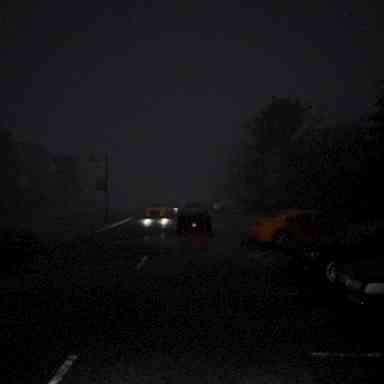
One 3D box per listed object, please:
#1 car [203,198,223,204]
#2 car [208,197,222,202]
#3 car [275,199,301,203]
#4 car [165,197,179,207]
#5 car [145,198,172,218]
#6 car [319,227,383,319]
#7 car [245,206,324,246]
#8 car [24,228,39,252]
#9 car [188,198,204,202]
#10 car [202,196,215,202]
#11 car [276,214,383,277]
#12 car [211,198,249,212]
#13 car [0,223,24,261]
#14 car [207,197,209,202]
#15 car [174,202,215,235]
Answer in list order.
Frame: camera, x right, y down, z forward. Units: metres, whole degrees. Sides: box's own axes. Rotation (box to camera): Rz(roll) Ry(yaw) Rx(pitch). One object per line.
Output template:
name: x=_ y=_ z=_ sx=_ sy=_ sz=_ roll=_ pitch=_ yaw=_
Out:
car: x=5.108 y=2.125 z=80.118 sx=4.674 sy=1.452 sz=2.002 roll=0 pitch=0 yaw=0
car: x=5.126 y=1.790 z=46.065 sx=5.008 sy=1.535 sz=2.097 roll=0 pitch=0 yaw=0
car: x=18.911 y=1.654 z=65.329 sx=5.008 sy=1.535 sz=1.882 roll=-1 pitch=-3 yaw=-1
car: x=-3.208 y=1.941 z=55.894 sx=2.033 sy=1.411 sz=5.357 roll=0 pitch=-1 yaw=0
car: x=-3.325 y=1.668 z=32.199 sx=1.882 sy=1.535 sz=5.008 roll=0 pitch=0 yaw=0
car: x=5.088 y=1.528 z=6.077 sx=4.674 sy=1.452 sz=2.002 roll=0 pitch=0 yaw=0
car: x=5.087 y=1.524 z=14.432 sx=5.008 sy=1.535 sz=2.097 roll=0 pitch=0 yaw=0
car: x=-7.996 y=1.509 z=11.679 sx=4.892 sy=1.521 sz=2.231 roll=0 pitch=0 yaw=0
car: x=0.128 y=1.747 z=38.106 sx=1.837 sy=1.490 sz=4.892 roll=0 pitch=0 yaw=0
car: x=5.178 y=1.930 z=76.950 sx=4.553 sy=1.767 sz=2.185 roll=0 pitch=-1 yaw=0
car: x=5.093 y=1.496 z=8.864 sx=5.008 sy=1.535 sz=2.097 roll=0 pitch=0 yaw=0
car: x=5.115 y=1.803 z=42.916 sx=4.674 sy=1.452 sz=2.002 roll=0 pitch=0 yaw=0
car: x=-7.963 y=1.245 z=8.879 sx=5.566 sy=2.045 sz=2.435 roll=0 pitch=0 yaw=0
car: x=5.117 y=1.819 z=49.338 sx=4.892 sy=1.521 sz=2.231 roll=0 pitch=0 yaw=0
car: x=0.112 y=1.561 z=19.574 sx=1.882 sy=1.535 sz=5.008 roll=0 pitch=0 yaw=0
